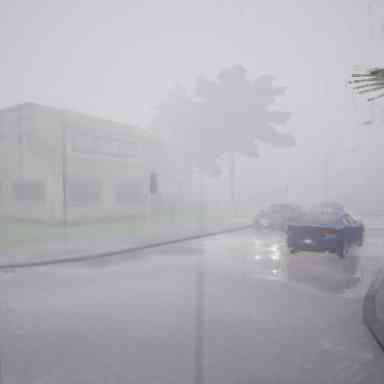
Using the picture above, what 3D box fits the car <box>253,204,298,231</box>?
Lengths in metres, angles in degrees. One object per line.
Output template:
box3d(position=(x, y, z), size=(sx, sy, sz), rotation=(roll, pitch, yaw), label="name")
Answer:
box3d(position=(5.344, 1.490, 19.918), size=(2.128, 1.511, 4.902), rotation=(0, 0, 36), label="car")

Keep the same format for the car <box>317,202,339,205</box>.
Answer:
box3d(position=(11.770, 1.546, 28.867), size=(2.033, 1.411, 5.357), rotation=(0, 0, 36), label="car")

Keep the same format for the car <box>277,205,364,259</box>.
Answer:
box3d(position=(5.302, 1.477, 12.917), size=(1.882, 1.535, 5.008), rotation=(0, 0, 37), label="car")
